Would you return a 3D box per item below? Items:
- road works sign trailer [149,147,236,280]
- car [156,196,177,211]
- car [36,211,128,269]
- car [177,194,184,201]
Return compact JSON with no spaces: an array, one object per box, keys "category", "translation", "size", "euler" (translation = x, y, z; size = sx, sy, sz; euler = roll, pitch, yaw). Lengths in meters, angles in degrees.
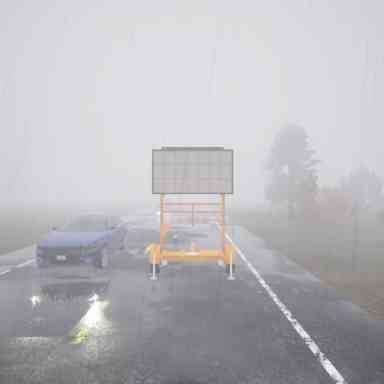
[{"category":"road works sign trailer","translation":[0.019,0.465,9.955],"size":[2.380,3.560,2.880],"euler":[0,0,0]},{"category":"car","translation":[-3.420,1.512,41.865],"size":[2.128,1.511,4.902],"euler":[0,0,0]},{"category":"car","translation":[-3.479,1.479,11.360],"size":[1.882,1.535,5.008],"euler":[0,0,0]},{"category":"car","translation":[-3.327,1.433,89.992],"size":[2.097,1.767,4.553],"euler":[0,0,0]}]
